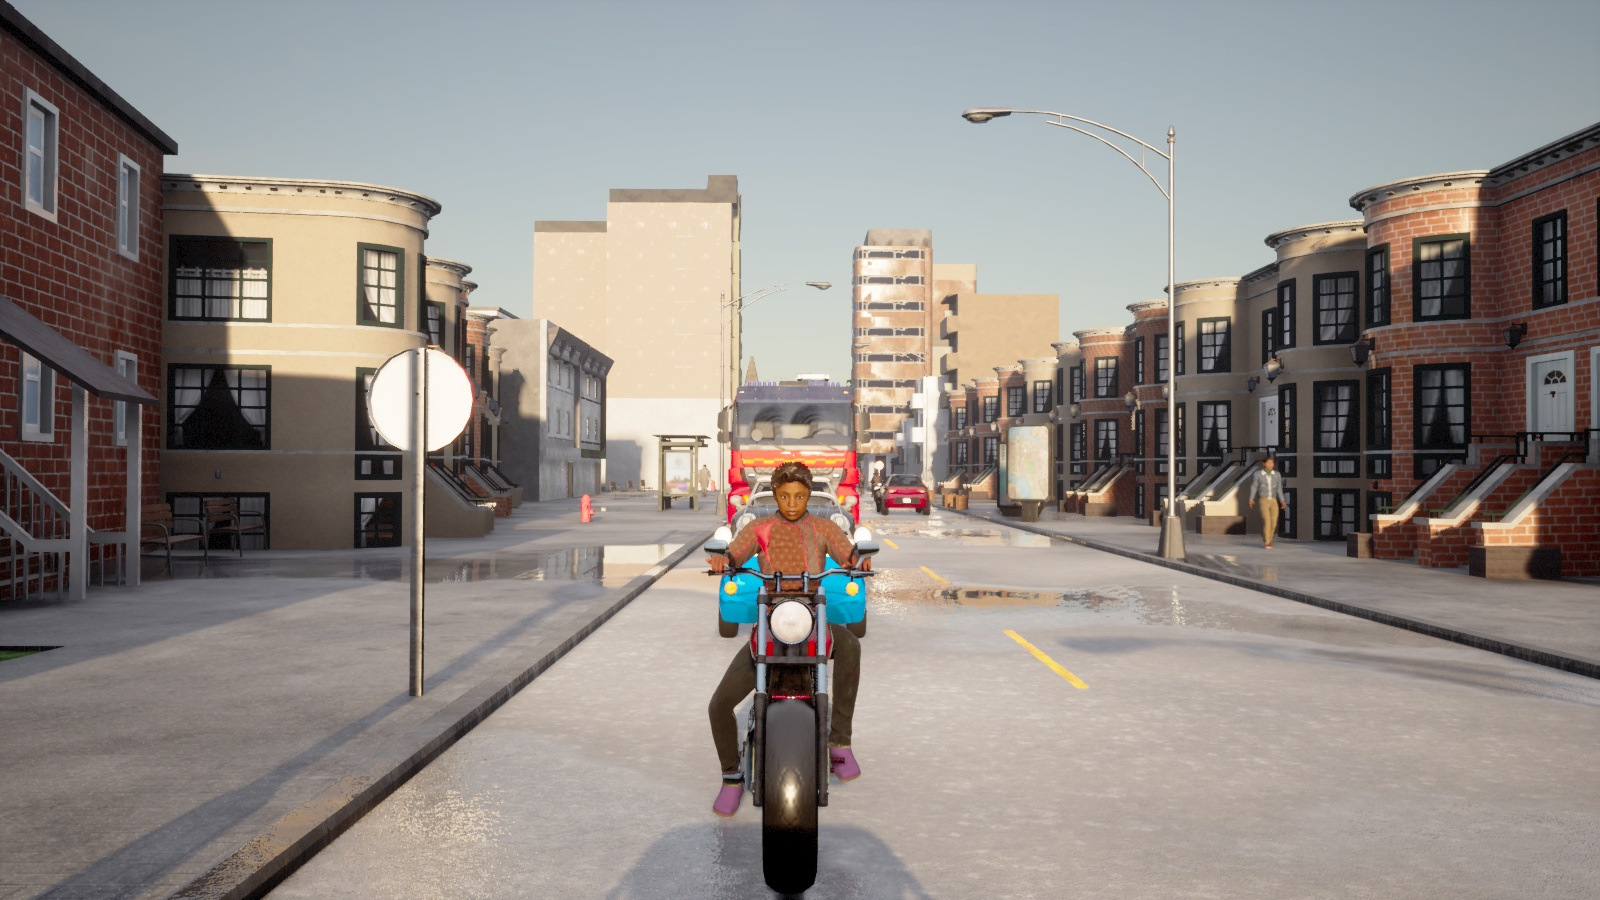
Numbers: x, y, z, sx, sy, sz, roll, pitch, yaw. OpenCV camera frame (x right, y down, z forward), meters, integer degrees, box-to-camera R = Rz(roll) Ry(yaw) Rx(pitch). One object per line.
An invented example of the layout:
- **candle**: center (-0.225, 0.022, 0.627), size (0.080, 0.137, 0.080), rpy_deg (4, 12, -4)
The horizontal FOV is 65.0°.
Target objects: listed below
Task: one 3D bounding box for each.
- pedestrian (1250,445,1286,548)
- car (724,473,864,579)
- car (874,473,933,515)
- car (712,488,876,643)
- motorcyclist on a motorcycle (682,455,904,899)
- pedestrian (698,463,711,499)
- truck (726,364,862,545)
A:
- **pedestrian**: center (8.987, 0.893, 24.134), size (0.423, 1.949, 0.788), rpy_deg (0, -1, 5)
- **car**: center (-0.096, 1.109, 19.632), size (1.970, 1.475, 3.806), rpy_deg (0, -1, 0)
- **car**: center (3.784, 1.592, 46.516), size (1.816, 1.474, 4.193), rpy_deg (0, -1, 0)
- **car**: center (-0.062, 1.078, 12.451), size (1.481, 1.376, 2.207), rpy_deg (0, -1, 0)
- **motorcyclist on a motorcycle**: center (-0.031, 0.858, 5.541), size (0.766, 1.649, 2.350), rpy_deg (0, -1, 0)
- **pedestrian**: center (-5.228, 1.702, 69.053), size (0.659, 1.952, 0.873), rpy_deg (0, -1, 0)
- **truck**: center (-0.150, 0.169, 30.922), size (2.891, 3.827, 8.468), rpy_deg (0, -1, 0)
